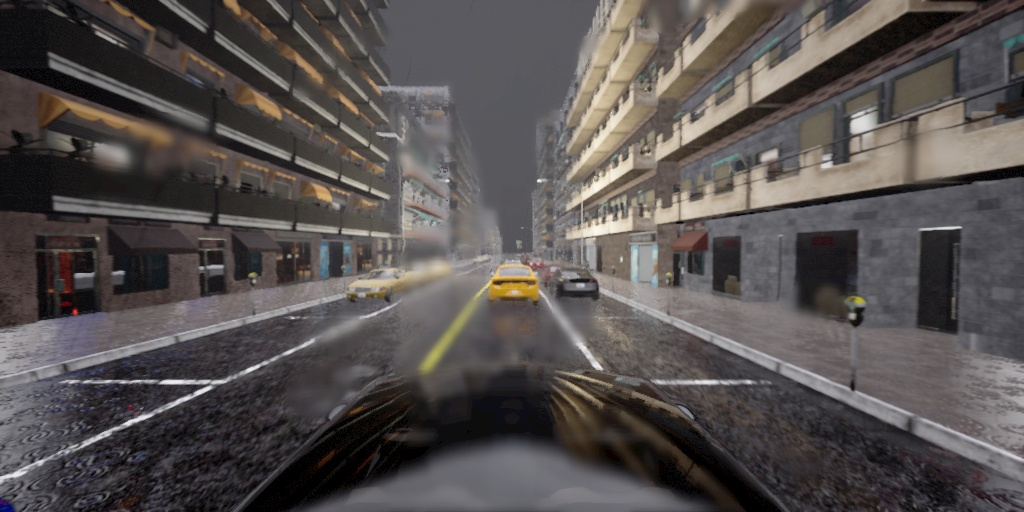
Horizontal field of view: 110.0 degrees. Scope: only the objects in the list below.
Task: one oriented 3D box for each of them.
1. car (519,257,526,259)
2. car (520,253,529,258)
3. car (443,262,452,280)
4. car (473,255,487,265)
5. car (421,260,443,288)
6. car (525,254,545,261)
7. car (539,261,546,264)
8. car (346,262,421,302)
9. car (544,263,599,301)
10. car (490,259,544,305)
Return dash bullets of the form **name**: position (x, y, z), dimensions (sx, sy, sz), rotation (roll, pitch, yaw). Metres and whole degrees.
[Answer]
- **car**: position (0.099, 1.036, 33.416), dimensions (1.895, 1.301, 4.718), rotation (0, 1, 0)
- **car**: position (2.699, 0.587, 50.092), dimensions (2.192, 1.841, 5.009), rotation (0, 0, 0)
- **car**: position (-5.687, 1.019, 27.303), dimensions (1.751, 1.417, 4.829), rotation (0, 0, 0)
- **car**: position (-5.679, 0.689, 61.284), dimensions (1.751, 1.417, 4.829), rotation (0, 0, 0)
- **car**: position (-5.688, 1.076, 21.639), dimensions (1.751, 1.417, 4.829), rotation (0, 0, 0)
- **car**: position (2.697, 0.822, 38.764), dimensions (1.967, 1.591, 4.097), rotation (0, 0, 0)
- **car**: position (2.693, 1.132, 21.774), dimensions (1.802, 1.307, 4.207), rotation (0, 0, 0)
- **car**: position (-5.689, 1.132, 15.975), dimensions (1.751, 1.417, 4.829), rotation (0, 0, 0)
- **car**: position (2.692, 1.172, 16.110), dimensions (1.948, 1.339, 4.313), rotation (0, 0, 0)
- **car**: position (0.099, 1.093, 15.205), dimensions (1.882, 1.535, 5.008), rotation (0, 1, 0)
